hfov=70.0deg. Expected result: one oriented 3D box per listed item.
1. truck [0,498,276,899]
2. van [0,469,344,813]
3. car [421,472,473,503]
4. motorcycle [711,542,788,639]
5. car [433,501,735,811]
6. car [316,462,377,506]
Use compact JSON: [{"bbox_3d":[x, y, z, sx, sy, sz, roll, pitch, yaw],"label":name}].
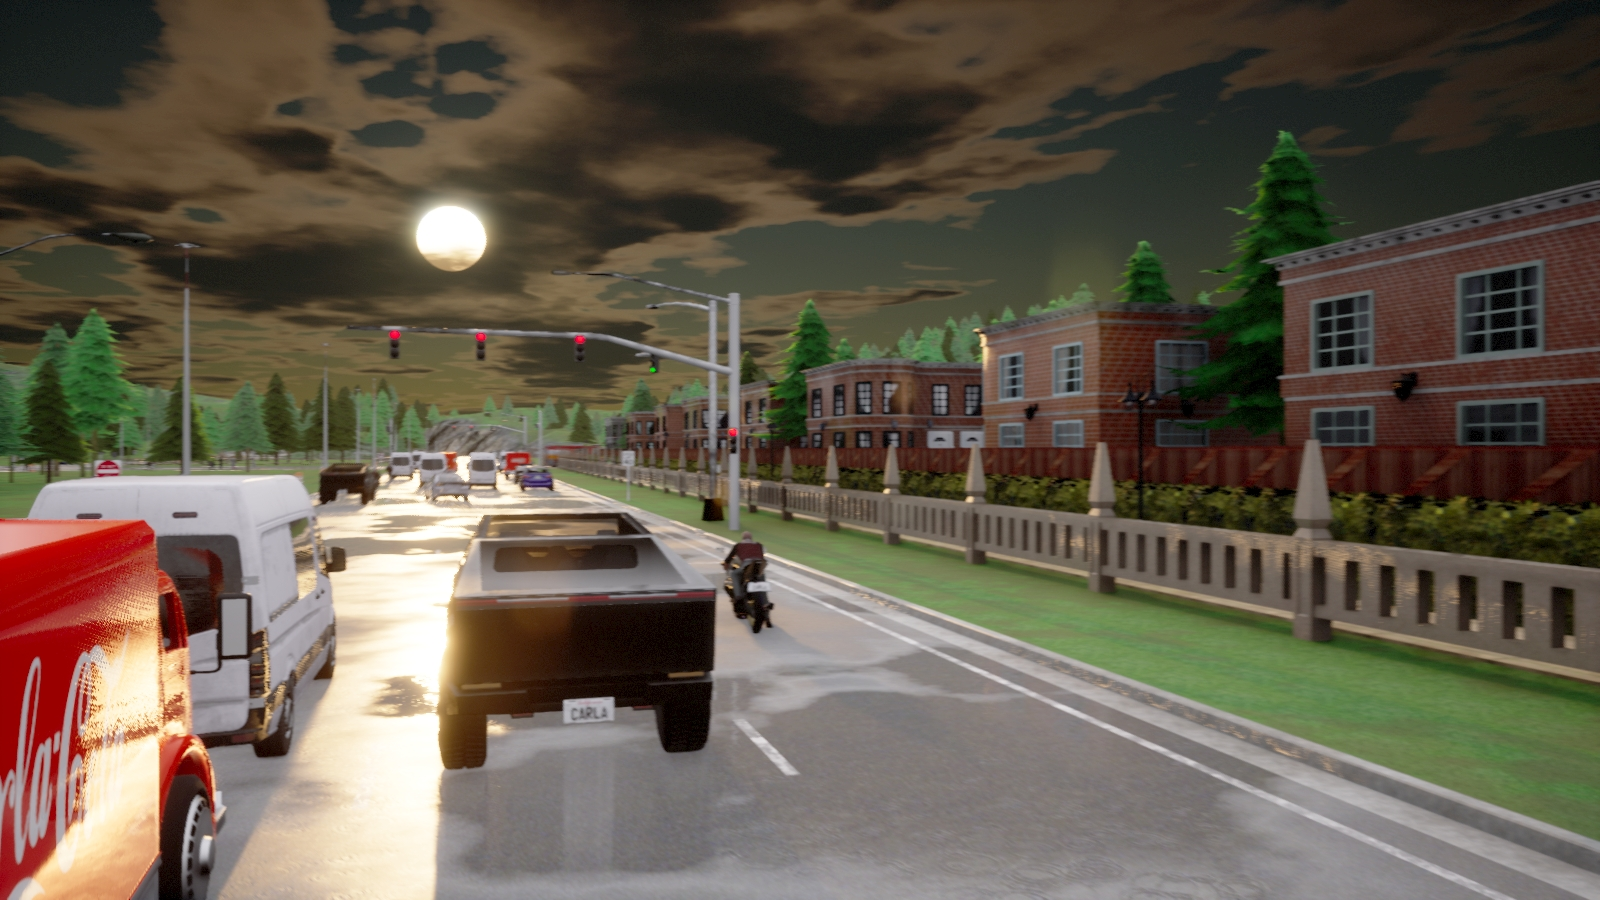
[{"bbox_3d":[-4.088,1.571,4.886,2.627,2.467,5.204,0,0,-16],"label":"truck"},{"bbox_3d":[-6.145,1.532,11.962,1.988,2.561,5.915,0,0,-16],"label":"van"},{"bbox_3d":[-19.556,2.011,63.141,2.097,1.535,5.006,0,0,-25],"label":"car"},{"bbox_3d":[-0.841,2.192,18.240,0.867,1.251,2.209,0,0,-12],"label":"motorcycle"},{"bbox_3d":[-2.564,1.747,12.192,2.390,2.098,6.274,0,0,-16],"label":"car"},{"bbox_3d":[-23.682,1.737,59.947,2.390,2.098,6.274,0,0,-16],"label":"car"}]
